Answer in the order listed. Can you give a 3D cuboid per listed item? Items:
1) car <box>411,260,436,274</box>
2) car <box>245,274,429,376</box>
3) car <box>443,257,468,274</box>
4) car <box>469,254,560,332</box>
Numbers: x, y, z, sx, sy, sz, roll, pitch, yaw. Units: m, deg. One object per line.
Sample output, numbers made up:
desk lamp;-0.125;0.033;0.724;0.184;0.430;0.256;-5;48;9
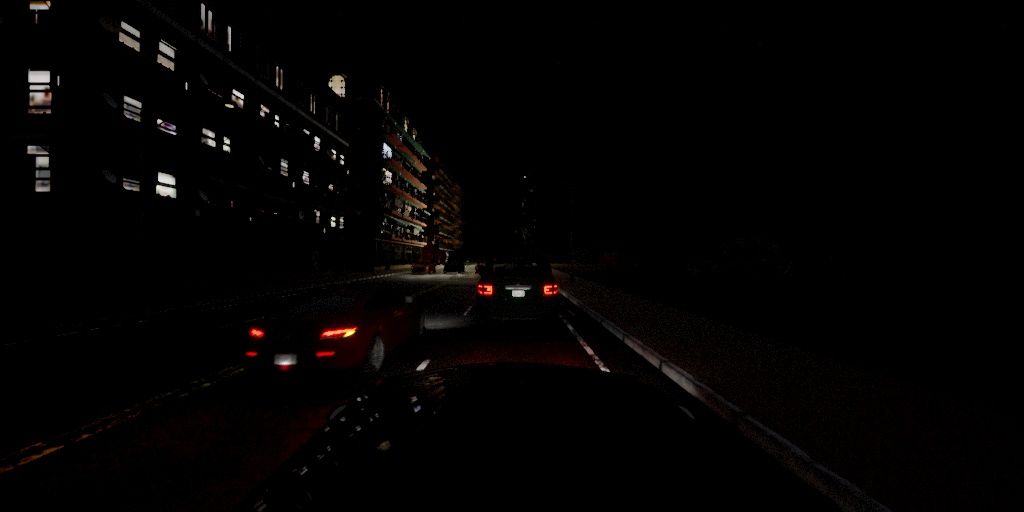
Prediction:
car;-9.823;1.232;40.177;1.882;1.535;5.008;0;0;0
car;-3.146;1.277;7.289;1.812;1.442;4.674;0;0;0
car;-6.572;1.232;40.981;1.882;1.535;5.008;0;0;0
car;0.111;0.973;11.076;2.150;2.045;5.566;0;0;-1
